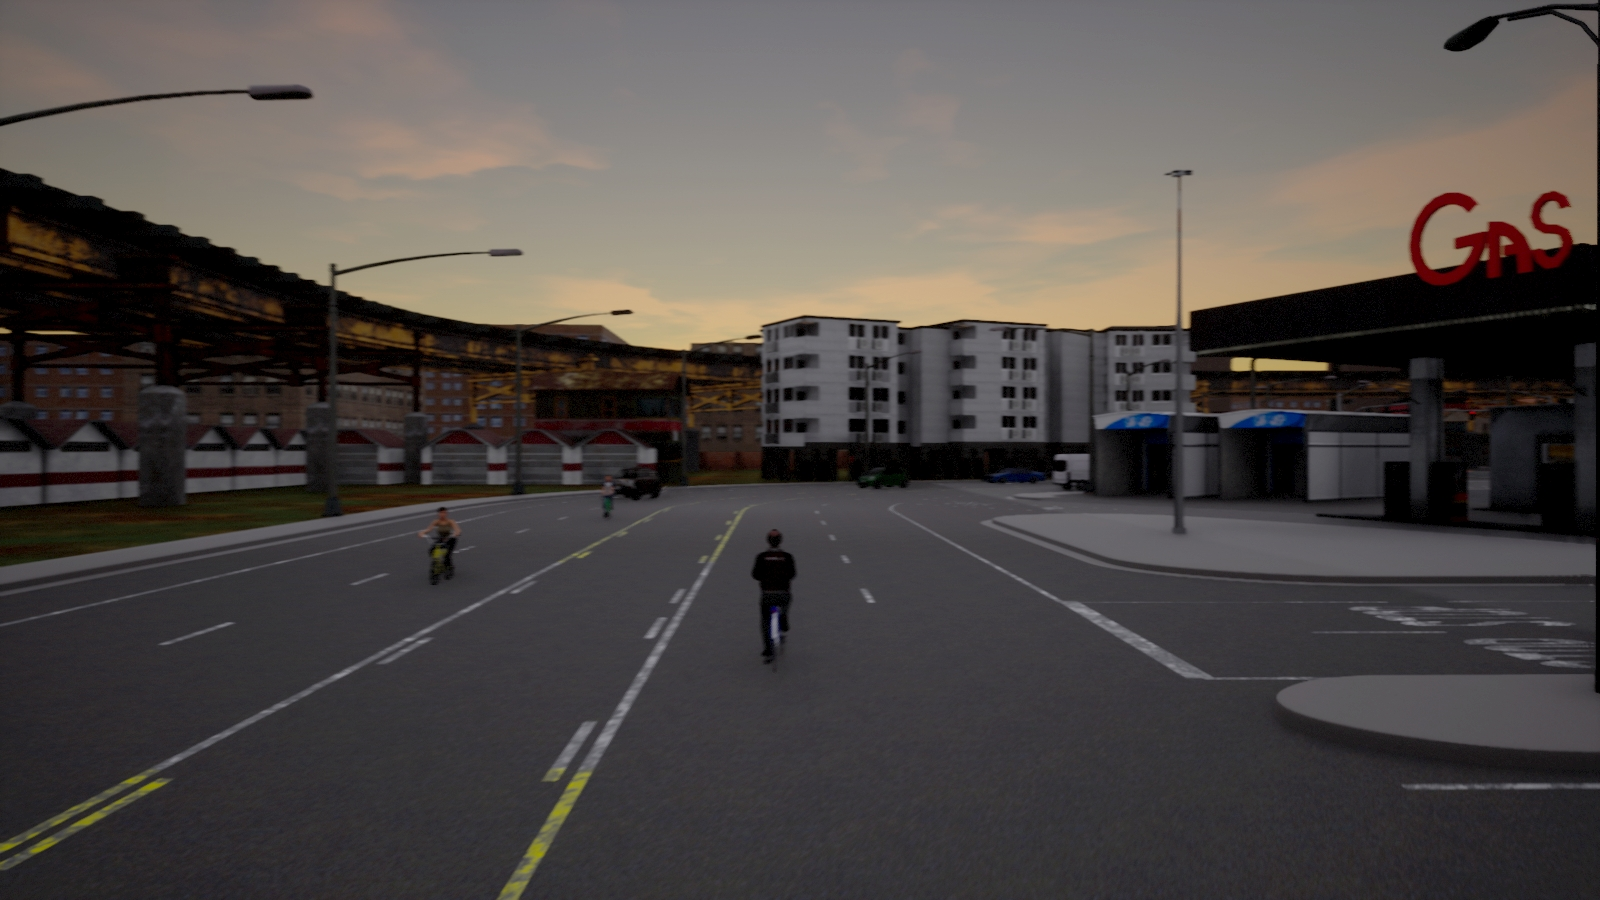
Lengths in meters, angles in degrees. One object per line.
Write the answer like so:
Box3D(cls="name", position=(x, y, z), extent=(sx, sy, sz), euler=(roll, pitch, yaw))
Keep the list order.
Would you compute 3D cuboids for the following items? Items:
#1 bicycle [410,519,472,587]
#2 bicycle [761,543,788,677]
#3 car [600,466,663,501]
Box3D(cls="bicycle", position=(-7.504, 2.134, 23.930), extent=(0.859, 1.301, 1.487), euler=(0, 0, -1))
Box3D(cls="bicycle", position=(-0.337, 2.047, 14.995), extent=(0.329, 1.496, 1.835), euler=(0, 0, -1))
Box3D(cls="car", position=(-9.371, 1.850, 63.918), extent=(1.932, 1.855, 4.605), euler=(-1, -1, 13))
